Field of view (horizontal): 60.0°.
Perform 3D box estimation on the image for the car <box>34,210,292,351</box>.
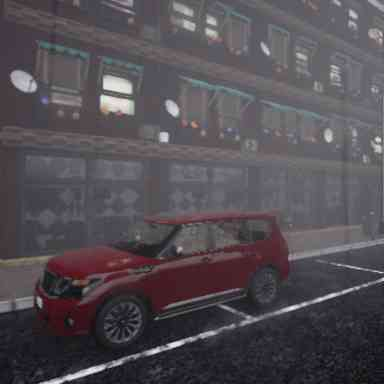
[{"bbox_3d":[-0.208,1.327,6.406,5.009,1.841,2.192,0,0,-35],"label":"car"}]
